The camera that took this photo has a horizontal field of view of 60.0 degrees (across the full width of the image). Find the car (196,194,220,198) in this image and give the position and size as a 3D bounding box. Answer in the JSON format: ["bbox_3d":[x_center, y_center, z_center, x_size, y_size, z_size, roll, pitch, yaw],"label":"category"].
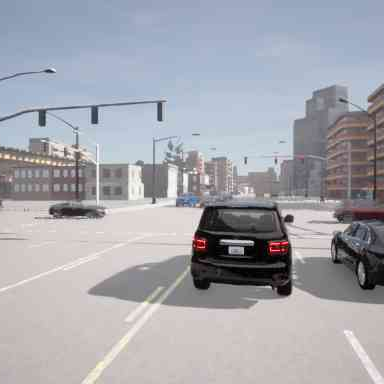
[{"bbox_3d":[2.278,1.381,46.035,1.837,1.490,4.892,0,1,11],"label":"car"}]

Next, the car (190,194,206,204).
[{"bbox_3d":[1.096,1.217,57.916,1.837,1.490,4.892,0,1,11],"label":"car"}]

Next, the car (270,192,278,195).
[{"bbox_3d":[20.766,0.743,84.461,2.033,1.411,5.357,0,1,11],"label":"car"}]

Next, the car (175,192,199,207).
[{"bbox_3d":[-0.806,1.079,48.438,2.150,2.045,5.566,0,1,12],"label":"car"}]

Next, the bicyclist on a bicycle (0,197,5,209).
[{"bbox_3d":[-23.885,1.303,41.395,0.582,1.620,1.656,0,0,10],"label":"bicyclist on a bicycle"}]

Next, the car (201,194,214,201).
[{"bbox_3d":[3.223,1.075,68.183,2.033,1.411,5.357,0,1,12],"label":"car"}]

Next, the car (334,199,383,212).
[{"bbox_3d":[12.562,1.334,23.700,4.553,1.767,2.097,0,0,10],"label":"car"}]

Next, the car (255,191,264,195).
[{"bbox_3d":[17.331,0.559,85.135,2.097,1.767,4.553,0,1,11],"label":"car"}]

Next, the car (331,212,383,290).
[{"bbox_3d":[5.083,1.505,8.898,1.837,1.490,4.892,0,0,11],"label":"car"}]

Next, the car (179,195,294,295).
[{"bbox_3d":[1.522,1.221,9.015,2.150,2.045,5.566,0,0,14],"label":"car"}]

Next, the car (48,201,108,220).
[{"bbox_3d":[-9.539,1.493,28.000,4.902,1.511,2.128,0,0,7],"label":"car"}]

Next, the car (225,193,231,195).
[{"bbox_3d":[5.965,1.091,64.226,1.837,1.490,4.892,0,1,12],"label":"car"}]
